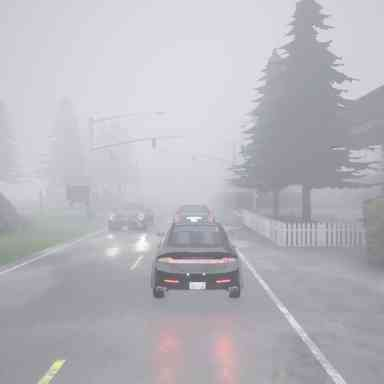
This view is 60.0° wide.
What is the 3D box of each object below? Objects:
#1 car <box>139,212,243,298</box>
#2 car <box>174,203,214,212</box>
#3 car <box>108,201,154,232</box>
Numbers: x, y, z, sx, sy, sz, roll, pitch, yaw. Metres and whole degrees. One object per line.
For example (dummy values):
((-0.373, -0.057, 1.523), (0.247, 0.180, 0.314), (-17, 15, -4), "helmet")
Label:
((0.097, 1.492, 8.477), (2.128, 1.511, 4.902), (0, 0, 0), "car")
((0.094, 1.352, 17.631), (2.097, 1.767, 4.553), (0, 0, 0), "car")
((-3.533, 1.351, 19.976), (2.097, 1.767, 4.553), (0, 0, 1), "car")
